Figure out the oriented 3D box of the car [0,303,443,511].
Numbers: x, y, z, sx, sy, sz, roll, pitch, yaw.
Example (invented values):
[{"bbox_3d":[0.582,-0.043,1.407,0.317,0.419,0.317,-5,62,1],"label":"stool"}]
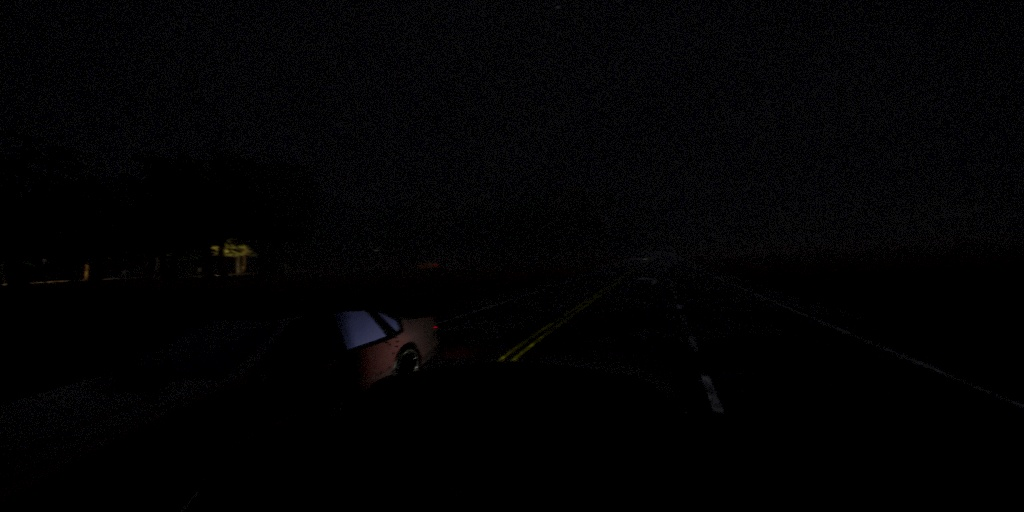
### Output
[{"bbox_3d":[-2.855,1.365,4.507,2.033,1.411,5.357,-1,0,18],"label":"car"}]
